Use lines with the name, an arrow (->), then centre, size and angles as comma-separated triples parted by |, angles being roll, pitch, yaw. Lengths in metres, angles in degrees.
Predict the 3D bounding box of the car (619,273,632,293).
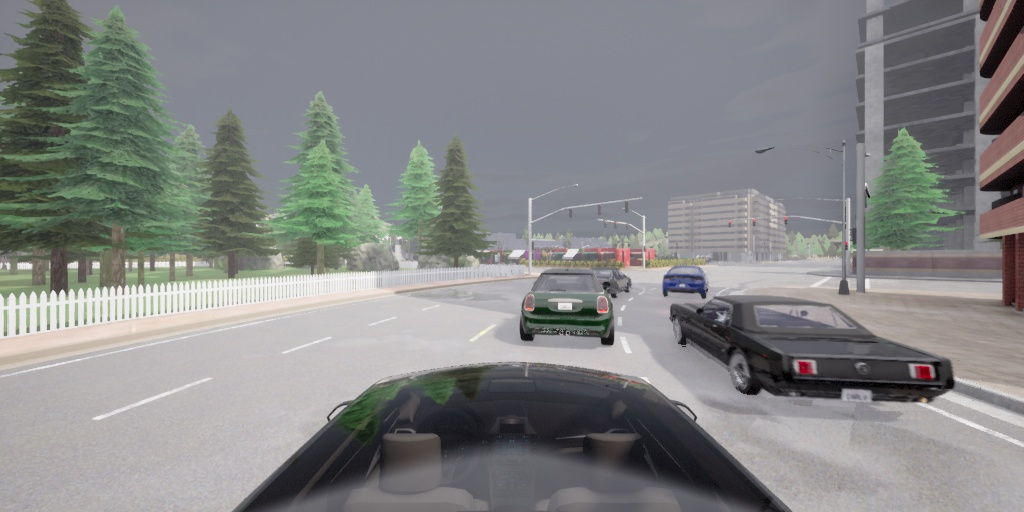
car -> 4.827, 1.298, 18.552 | 2.033, 1.411, 5.357 | 0, 0, 29

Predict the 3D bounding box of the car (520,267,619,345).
car -> 1.598, 1.102, 9.792 | 2.097, 1.767, 4.553 | 0, 0, 12

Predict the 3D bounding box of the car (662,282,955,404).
car -> 4.381, 1.351, 6.414 | 1.895, 1.301, 4.718 | 0, 0, 8

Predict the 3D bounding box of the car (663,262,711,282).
car -> 9.083, 1.228, 18.607 | 1.882, 1.535, 5.008 | 0, 0, 30
